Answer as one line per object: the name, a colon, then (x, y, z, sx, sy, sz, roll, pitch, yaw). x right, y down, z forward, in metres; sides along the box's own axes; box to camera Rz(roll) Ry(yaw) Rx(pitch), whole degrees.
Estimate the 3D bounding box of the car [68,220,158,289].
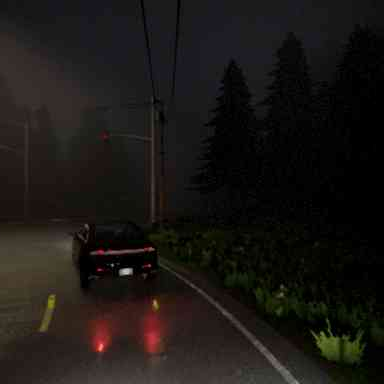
car: (-2.403, 1.568, 9.593, 2.128, 1.511, 4.902, 0, 0, -23)
